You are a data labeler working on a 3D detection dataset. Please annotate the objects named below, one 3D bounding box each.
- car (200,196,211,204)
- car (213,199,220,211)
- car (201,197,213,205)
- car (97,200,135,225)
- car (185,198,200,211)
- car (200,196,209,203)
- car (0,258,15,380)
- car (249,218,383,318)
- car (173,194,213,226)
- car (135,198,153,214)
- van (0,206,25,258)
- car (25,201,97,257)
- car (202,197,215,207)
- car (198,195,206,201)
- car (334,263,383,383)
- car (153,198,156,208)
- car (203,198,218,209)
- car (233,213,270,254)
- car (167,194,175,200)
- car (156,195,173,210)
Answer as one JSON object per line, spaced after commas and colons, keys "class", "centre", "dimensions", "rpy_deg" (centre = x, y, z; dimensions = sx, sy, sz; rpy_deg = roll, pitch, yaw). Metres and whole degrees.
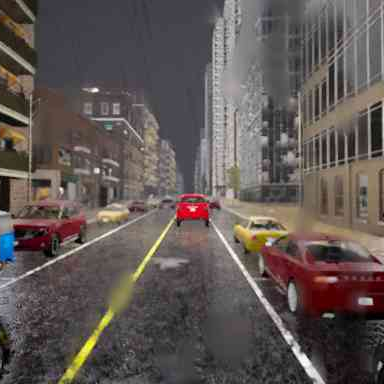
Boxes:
{"class": "car", "centre": [2.602, 1.561, 64.314], "dimensions": [2.008, 1.369, 4.403], "rpy_deg": [1, 0, 0]}
{"class": "car", "centre": [2.626, 1.585, 41.522], "dimensions": [1.802, 1.307, 4.206], "rpy_deg": [1, 0, 0]}
{"class": "car", "centre": [2.608, 1.552, 58.617], "dimensions": [1.887, 1.381, 4.507], "rpy_deg": [1, 0, 0]}
{"class": "car", "centre": [-5.700, 1.525, 24.375], "dimensions": [1.752, 1.417, 4.829], "rpy_deg": [1, 0, 0]}
{"class": "car", "centre": [0.055, 1.508, 41.545], "dimensions": [1.837, 1.490, 4.892], "rpy_deg": [0, 0, 0]}
{"class": "car", "centre": [2.596, 1.558, 70.012], "dimensions": [1.887, 1.381, 4.507], "rpy_deg": [1, 0, 0]}
{"class": "car", "centre": [-3.102, 1.564, 2.155], "dimensions": [1.994, 1.385, 4.181], "rpy_deg": [0, 0, 0]}
{"class": "car", "centre": [2.665, 1.545, 7.335], "dimensions": [1.887, 1.381, 4.507], "rpy_deg": [1, 0, 0]}
{"class": "car", "centre": [0.075, 1.218, 23.474], "dimensions": [2.150, 2.045, 5.566], "rpy_deg": [0, 0, 0]}
{"class": "car", "centre": [-5.714, 1.546, 35.939], "dimensions": [1.887, 1.381, 4.507], "rpy_deg": [1, 0, 0]}
{"class": "van", "centre": [-5.678, 1.341, 7.452], "dimensions": [1.690, 1.788, 3.998], "rpy_deg": [1, 0, 0]}
{"class": "car", "centre": [-5.683, 1.314, 13.149], "dimensions": [2.192, 1.841, 5.009], "rpy_deg": [1, 0, 0]}
{"class": "car", "centre": [2.615, 1.531, 53.089], "dimensions": [1.752, 1.417, 4.829], "rpy_deg": [1, 0, 0]}
{"class": "car", "centre": [2.577, 1.573, 87.106], "dimensions": [1.887, 1.381, 4.507], "rpy_deg": [1, 0, 0]}
{"class": "car", "centre": [2.671, 1.551, 1.638], "dimensions": [2.008, 1.369, 4.403], "rpy_deg": [1, 0, 0]}
{"class": "car", "centre": [-5.726, 1.529, 47.165], "dimensions": [1.752, 1.417, 4.829], "rpy_deg": [1, 0, 0]}
{"class": "car", "centre": [2.621, 1.549, 47.220], "dimensions": [1.887, 1.381, 4.507], "rpy_deg": [1, 0, 0]}
{"class": "car", "centre": [2.659, 1.525, 13.203], "dimensions": [1.752, 1.417, 4.829], "rpy_deg": [1, 0, 0]}
{"class": "car", "centre": [-5.775, 1.474, 92.914], "dimensions": [1.967, 1.590, 4.097], "rpy_deg": [1, 0, 0]}
{"class": "car", "centre": [-3.137, 1.529, 42.439], "dimensions": [1.812, 1.442, 4.674], "rpy_deg": [0, 0, 0]}
